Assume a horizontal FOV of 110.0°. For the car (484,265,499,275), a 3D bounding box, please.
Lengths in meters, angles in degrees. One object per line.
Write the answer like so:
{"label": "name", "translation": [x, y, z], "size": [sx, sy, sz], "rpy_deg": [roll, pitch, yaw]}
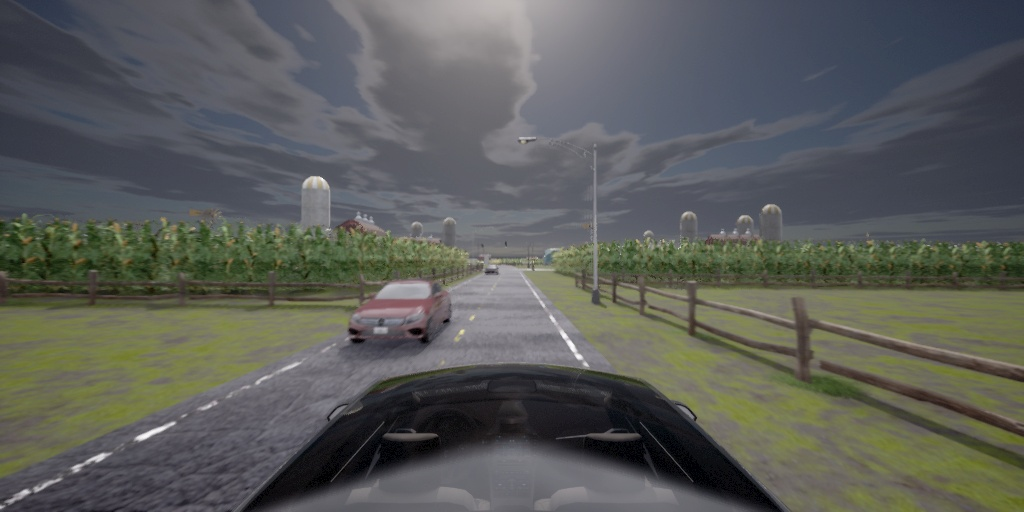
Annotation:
{"label": "car", "translation": [-2.814, 1.943, 50.667], "size": [2.033, 1.411, 5.357], "rpy_deg": [0, -1, 0]}

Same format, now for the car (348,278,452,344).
{"label": "car", "translation": [-2.837, 1.379, 10.078], "size": [1.812, 1.442, 4.674], "rpy_deg": [0, -1, 0]}
